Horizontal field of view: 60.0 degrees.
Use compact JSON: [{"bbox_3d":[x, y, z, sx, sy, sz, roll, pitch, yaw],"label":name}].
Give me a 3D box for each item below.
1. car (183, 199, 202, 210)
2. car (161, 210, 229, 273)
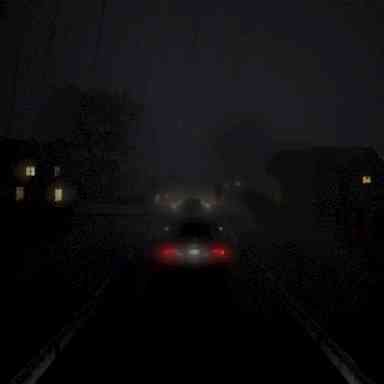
[{"bbox_3d":[0.104,1.463,35.745,1.882,1.535,5.008,0,0,0],"label":"car"},{"bbox_3d":[0.085,1.536,10.579,2.033,1.411,5.357,0,0,0],"label":"car"}]
